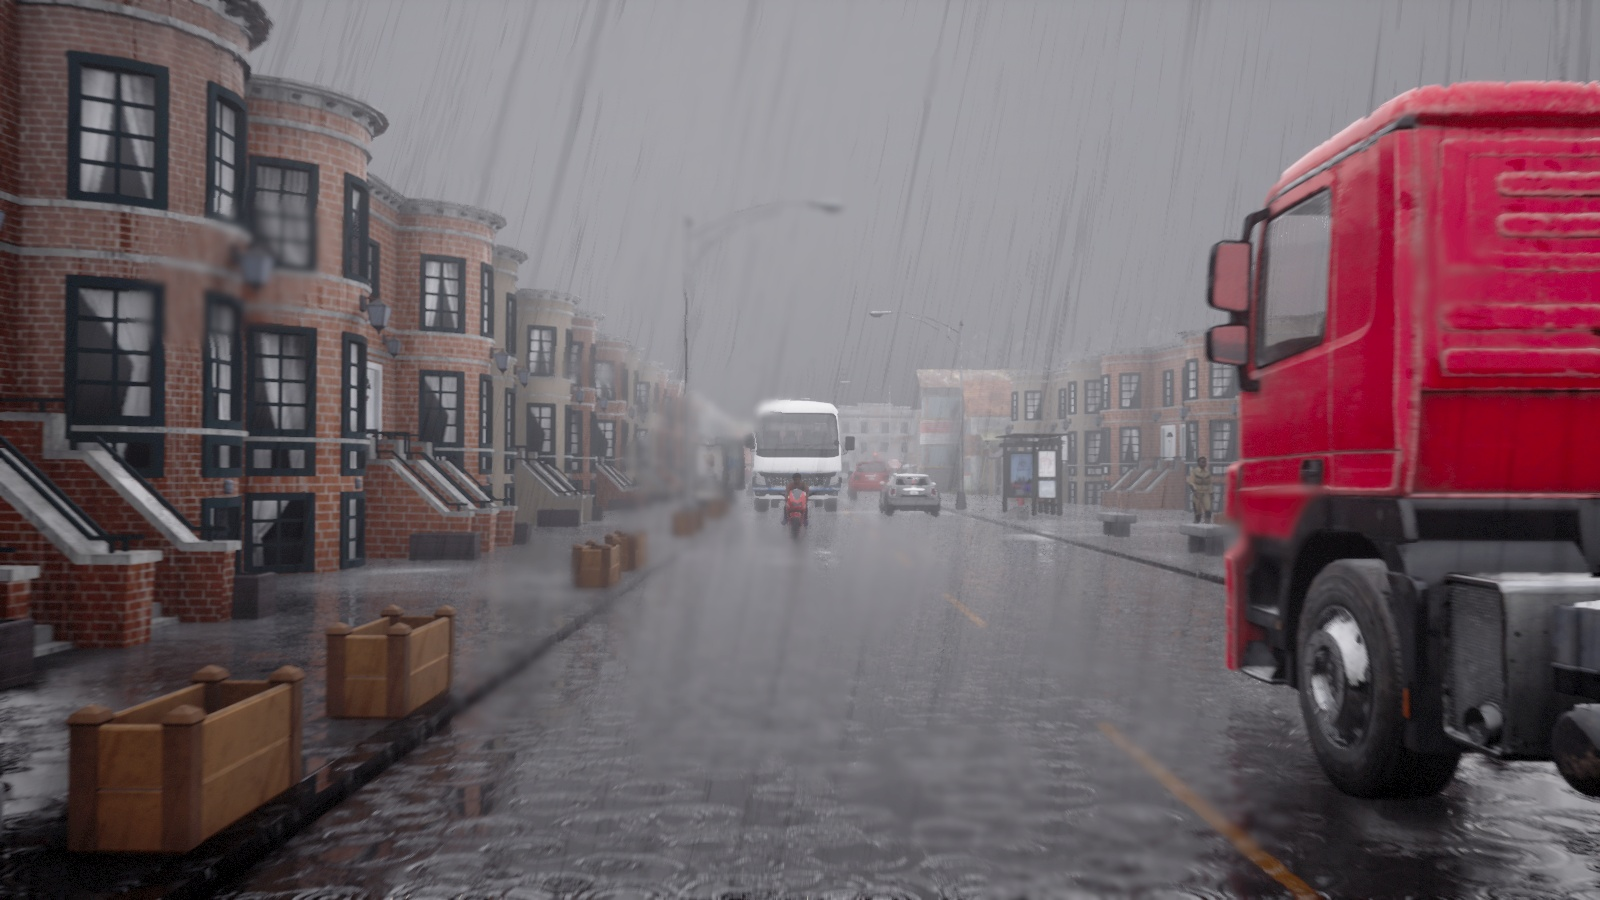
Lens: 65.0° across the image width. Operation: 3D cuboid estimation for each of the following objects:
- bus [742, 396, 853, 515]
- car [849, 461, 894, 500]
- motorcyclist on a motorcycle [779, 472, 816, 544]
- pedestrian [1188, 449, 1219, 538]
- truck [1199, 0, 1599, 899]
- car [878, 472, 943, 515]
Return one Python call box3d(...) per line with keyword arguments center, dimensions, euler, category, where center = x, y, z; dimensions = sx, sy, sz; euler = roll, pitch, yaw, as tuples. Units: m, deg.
box3d(center=(-0.084, 0.276, 50.051), dimensions=(3.944, 4.253, 10.273), euler=(0, -1, 0), category="bus")
box3d(center=(3.906, 1.680, 69.444), dimensions=(2.150, 2.045, 5.566), euler=(0, -1, 0), category="car")
box3d(center=(-0.059, 1.265, 27.964), dimensions=(0.797, 1.523, 2.044), euler=(0, -1, 0), category="motorcyclist on a motorcycle")
box3d(center=(8.884, 0.952, 27.673), dimensions=(0.396, 1.930, 0.692), euler=(0, -1, -5), category="pedestrian")
box3d(center=(3.986, -0.117, 3.950), dimensions=(2.891, 3.462, 7.936), euler=(0, -1, 0), category="truck")
box3d(center=(3.928, 1.521, 45.177), dimensions=(1.970, 1.475, 3.806), euler=(0, -1, 0), category="car")
